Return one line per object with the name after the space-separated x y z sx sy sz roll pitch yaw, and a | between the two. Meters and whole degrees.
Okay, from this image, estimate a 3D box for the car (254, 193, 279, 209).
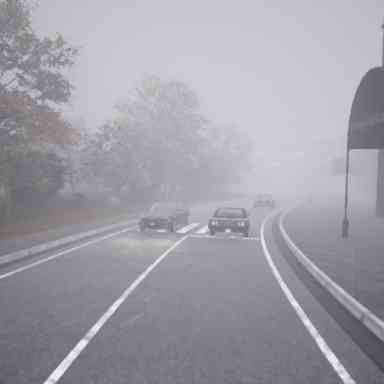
8.294 0.870 36.659 2.097 1.767 4.553 2 2 22 | car

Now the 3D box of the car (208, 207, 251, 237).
2.097 1.445 17.406 1.895 1.301 4.718 1 1 11 | car

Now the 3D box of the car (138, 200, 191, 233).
-1.392 1.251 18.509 1.882 1.535 5.008 1 1 12 | car
